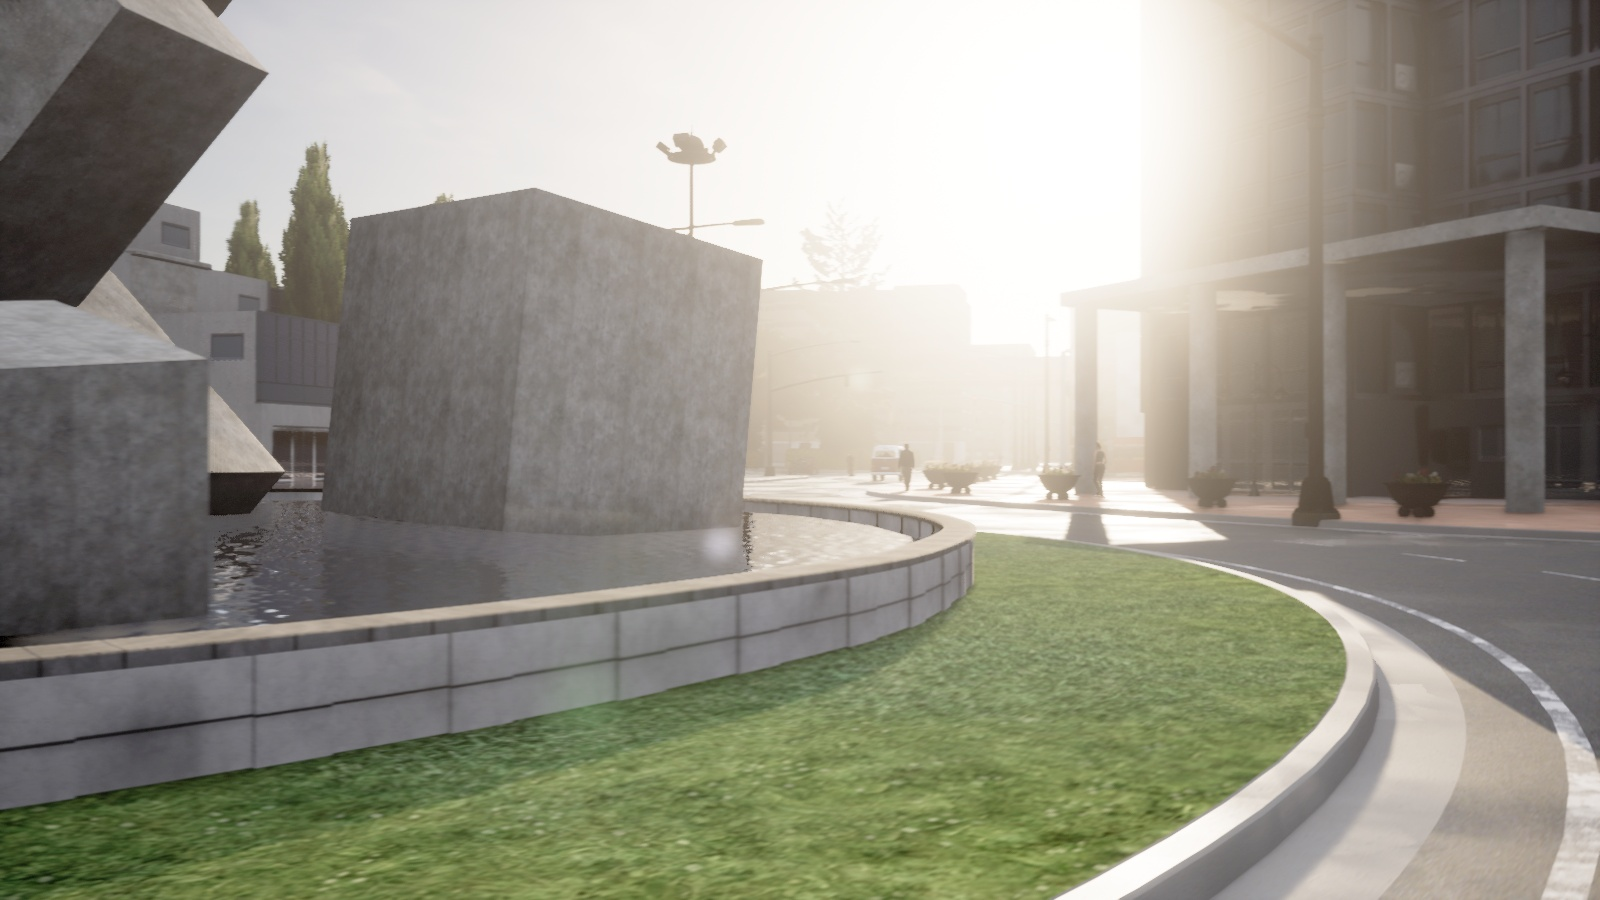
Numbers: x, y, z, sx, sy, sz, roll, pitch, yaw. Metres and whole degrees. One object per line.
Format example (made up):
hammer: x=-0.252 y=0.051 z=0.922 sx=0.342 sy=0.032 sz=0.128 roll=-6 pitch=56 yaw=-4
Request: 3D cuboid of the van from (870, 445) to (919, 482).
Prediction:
van: x=5.434 y=0.738 z=71.736 sx=2.069 sy=2.038 sz=4.480 roll=0 pitch=0 yaw=14

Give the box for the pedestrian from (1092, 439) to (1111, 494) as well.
pedestrian: x=10.097 y=0.553 z=42.029 sx=0.345 sy=1.836 sz=0.594 roll=0 pitch=0 yaw=-17

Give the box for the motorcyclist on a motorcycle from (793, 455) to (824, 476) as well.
motorcyclist on a motorcycle: x=0.596 y=1.149 z=92.635 sx=2.191 sy=1.530 sz=0.866 roll=0 pitch=-1 yaw=-6

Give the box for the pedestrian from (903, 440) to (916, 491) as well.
pedestrian: x=4.016 y=0.572 z=45.985 sx=0.431 sy=1.840 sz=0.703 roll=0 pitch=0 yaw=3
